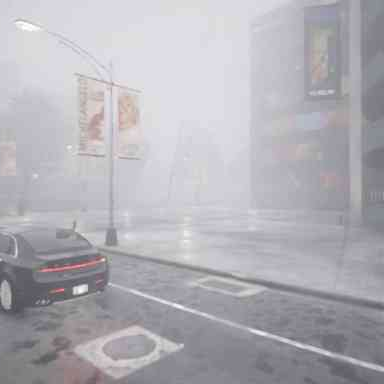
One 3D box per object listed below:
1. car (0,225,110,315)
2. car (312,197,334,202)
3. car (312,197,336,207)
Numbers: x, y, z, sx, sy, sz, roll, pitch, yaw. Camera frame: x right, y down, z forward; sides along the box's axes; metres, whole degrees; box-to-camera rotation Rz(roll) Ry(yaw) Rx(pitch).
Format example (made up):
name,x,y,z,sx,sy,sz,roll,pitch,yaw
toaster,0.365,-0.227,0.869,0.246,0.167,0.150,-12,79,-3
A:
name,x,y,z,sx,sy,sz,roll,pitch,yaw
car,-3.848,1.542,7.737,4.892,1.490,1.837,0,0,42
car,16.199,1.397,42.152,2.002,1.452,4.674,0,0,43
car,21.448,1.510,53.908,2.161,1.482,4.786,0,0,43
